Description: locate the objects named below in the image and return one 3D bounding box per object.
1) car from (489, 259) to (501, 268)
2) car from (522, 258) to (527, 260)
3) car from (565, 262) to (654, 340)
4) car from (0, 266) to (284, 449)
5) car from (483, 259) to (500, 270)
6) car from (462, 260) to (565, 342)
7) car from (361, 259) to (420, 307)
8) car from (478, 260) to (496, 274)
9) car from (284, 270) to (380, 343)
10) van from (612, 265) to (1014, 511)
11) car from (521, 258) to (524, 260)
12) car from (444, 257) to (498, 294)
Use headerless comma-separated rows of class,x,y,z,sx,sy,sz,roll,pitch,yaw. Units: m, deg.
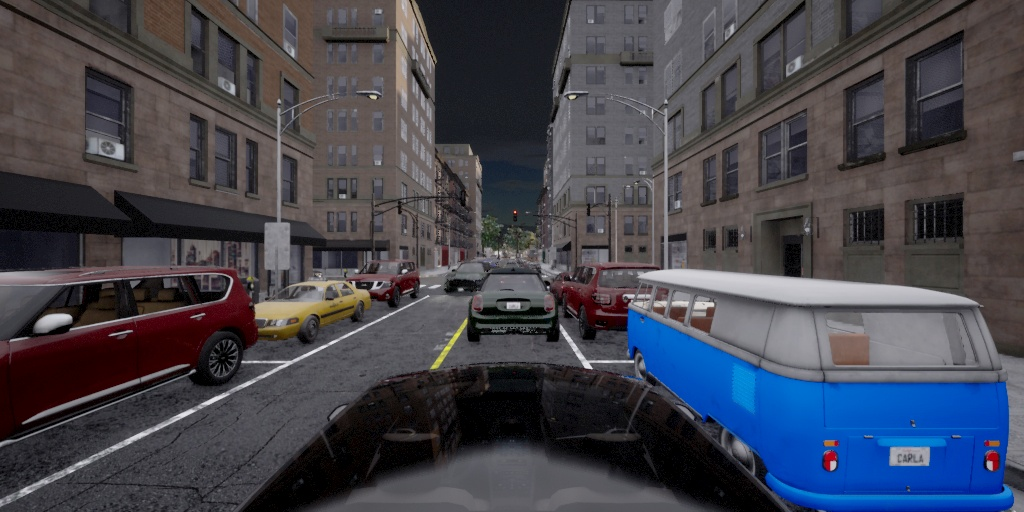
car,-2.944,1.315,62.851,1.994,1.385,4.181,0,0,0
car,2.552,1.299,42.593,2.007,1.370,4.403,0,0,0
car,2.621,1.065,9.905,2.192,1.841,5.009,0,0,0
car,-5.403,1.065,4.212,2.192,1.841,5.009,0,0,0
car,-2.949,1.241,52.791,2.128,1.511,4.902,0,0,0
car,0.017,1.102,9.940,2.097,1.767,4.553,0,0,0
car,-5.429,1.064,15.568,2.192,1.841,5.009,0,0,0
car,-2.930,1.227,42.824,1.882,1.535,5.008,0,0,0
car,-5.416,1.275,9.719,1.751,1.417,4.829,0,0,0
van,2.633,1.091,4.226,1.690,1.789,3.998,0,0,0
car,2.541,1.294,48.074,1.888,1.381,4.507,0,0,0
car,-2.231,1.101,20.169,2.097,1.767,4.553,0,0,9
